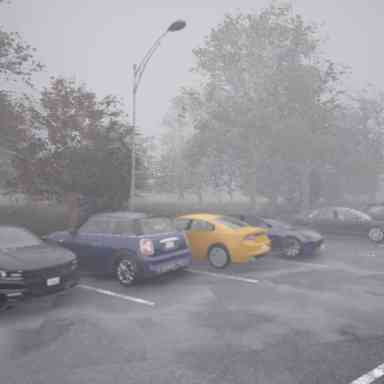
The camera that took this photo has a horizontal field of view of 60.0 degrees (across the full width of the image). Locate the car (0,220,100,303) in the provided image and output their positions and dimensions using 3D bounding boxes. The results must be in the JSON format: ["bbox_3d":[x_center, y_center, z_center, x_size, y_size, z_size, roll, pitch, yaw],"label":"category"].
[{"bbox_3d":[-4.737,1.486,7.837,5.008,1.535,2.097,-1,-1,34],"label":"car"}]

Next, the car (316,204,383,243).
[{"bbox_3d":[7.463,1.518,16.314,4.892,1.521,2.231,-1,-1,36],"label":"car"}]

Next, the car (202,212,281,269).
[{"bbox_3d":[0.127,1.495,11.242,5.008,1.535,2.097,-1,-1,35],"label":"car"}]

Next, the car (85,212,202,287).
[{"bbox_3d":[-2.287,1.364,9.521,4.553,1.767,2.185,-1,-1,35],"label":"car"}]

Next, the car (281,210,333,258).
[{"bbox_3d":[2.590,1.531,12.925,4.792,1.488,2.163,-1,-1,35],"label":"car"}]
